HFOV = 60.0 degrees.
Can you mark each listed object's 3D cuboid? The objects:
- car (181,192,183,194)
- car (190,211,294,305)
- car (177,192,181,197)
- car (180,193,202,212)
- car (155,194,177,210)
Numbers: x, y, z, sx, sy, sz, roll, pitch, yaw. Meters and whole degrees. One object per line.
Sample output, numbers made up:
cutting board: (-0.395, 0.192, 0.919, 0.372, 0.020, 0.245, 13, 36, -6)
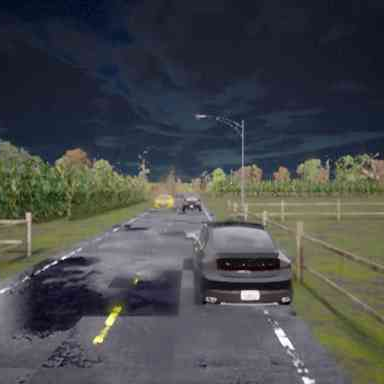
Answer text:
car: (-0.030, 0.853, 45.872, 2.097, 1.767, 4.553, 0, 1, 0)
car: (0.947, 1.422, 7.870, 1.837, 1.490, 4.892, 0, 1, 0)
car: (-2.902, 0.647, 81.127, 1.994, 1.385, 4.181, 0, 1, 0)
car: (0.007, 1.167, 33.603, 1.812, 1.442, 4.674, 0, 0, 1)
car: (-2.916, 1.089, 36.154, 1.882, 1.535, 5.008, 0, 1, 0)
